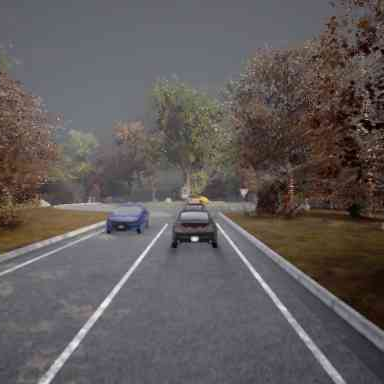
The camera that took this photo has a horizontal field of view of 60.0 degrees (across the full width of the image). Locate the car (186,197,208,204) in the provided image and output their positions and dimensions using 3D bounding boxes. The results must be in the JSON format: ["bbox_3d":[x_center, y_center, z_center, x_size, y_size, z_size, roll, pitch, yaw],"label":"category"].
[{"bbox_3d":[0.375,1.518,32.707,2.128,1.511,4.902,0,0,5],"label":"car"}]

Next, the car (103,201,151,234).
[{"bbox_3d":[-3.581,1.493,19.348,1.882,1.535,5.008,0,0,0],"label":"car"}]

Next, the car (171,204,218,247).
[{"bbox_3d":[0.106,1.518,15.019,1.837,1.490,4.892,0,0,0],"label":"car"}]

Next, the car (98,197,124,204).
[{"bbox_3d":[-15.197,1.599,63.215,2.033,1.411,5.357,0,0,34],"label":"car"}]
